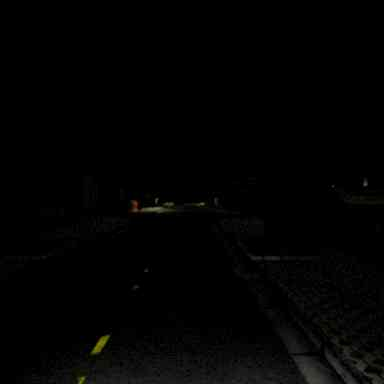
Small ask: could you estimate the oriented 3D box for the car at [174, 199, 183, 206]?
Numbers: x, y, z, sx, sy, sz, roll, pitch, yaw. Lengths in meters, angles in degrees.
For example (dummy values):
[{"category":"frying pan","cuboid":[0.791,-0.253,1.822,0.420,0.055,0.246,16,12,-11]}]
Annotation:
[{"category":"car","cuboid":[-2.740,2.245,69.781,2.033,1.411,5.357,0,-1,0]}]
